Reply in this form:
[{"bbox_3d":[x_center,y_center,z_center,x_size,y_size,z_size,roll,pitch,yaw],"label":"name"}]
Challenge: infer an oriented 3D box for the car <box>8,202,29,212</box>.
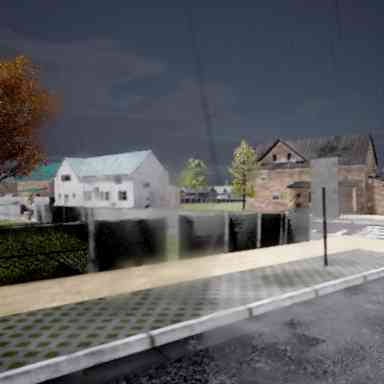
[{"bbox_3d":[-23.185,2.022,43.710,4.181,1.385,1.994,-1,2,38],"label":"car"}]
